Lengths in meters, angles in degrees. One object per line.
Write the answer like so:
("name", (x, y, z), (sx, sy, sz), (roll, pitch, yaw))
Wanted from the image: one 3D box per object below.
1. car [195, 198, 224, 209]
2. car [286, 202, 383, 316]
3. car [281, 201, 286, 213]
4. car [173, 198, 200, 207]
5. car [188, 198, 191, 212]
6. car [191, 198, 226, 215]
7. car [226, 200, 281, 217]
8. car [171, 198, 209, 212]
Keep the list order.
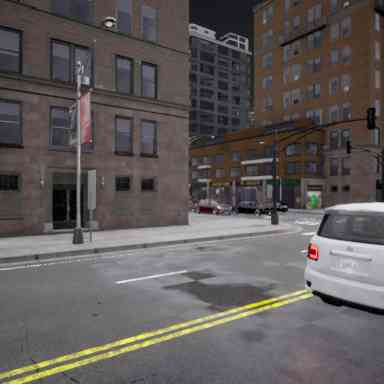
("car", (2.310, 1.590, 45.968), (1.802, 1.307, 4.206), (0, 0, -35))
("car", (4.639, 1.222, 6.756), (5.566, 2.045, 2.150), (0, 0, -36))
("car", (8.676, 1.576, 36.969), (1.947, 1.339, 4.313), (0, 0, -35))
("car", (-0.872, 1.574, 50.466), (1.947, 1.339, 4.313), (0, 0, -35))
("car", (-1.058, 1.418, 36.834), (1.967, 1.590, 4.097), (0, 0, -35))
("car", (2.125, 1.420, 32.335), (1.967, 1.590, 4.097), (0, 0, -35))
("car", (5.716, 1.591, 31.651), (1.895, 1.301, 4.718), (0, 0, -35))
("car", (-0.335, 1.480, 40.207), (2.128, 1.511, 4.902), (0, 0, -35))
